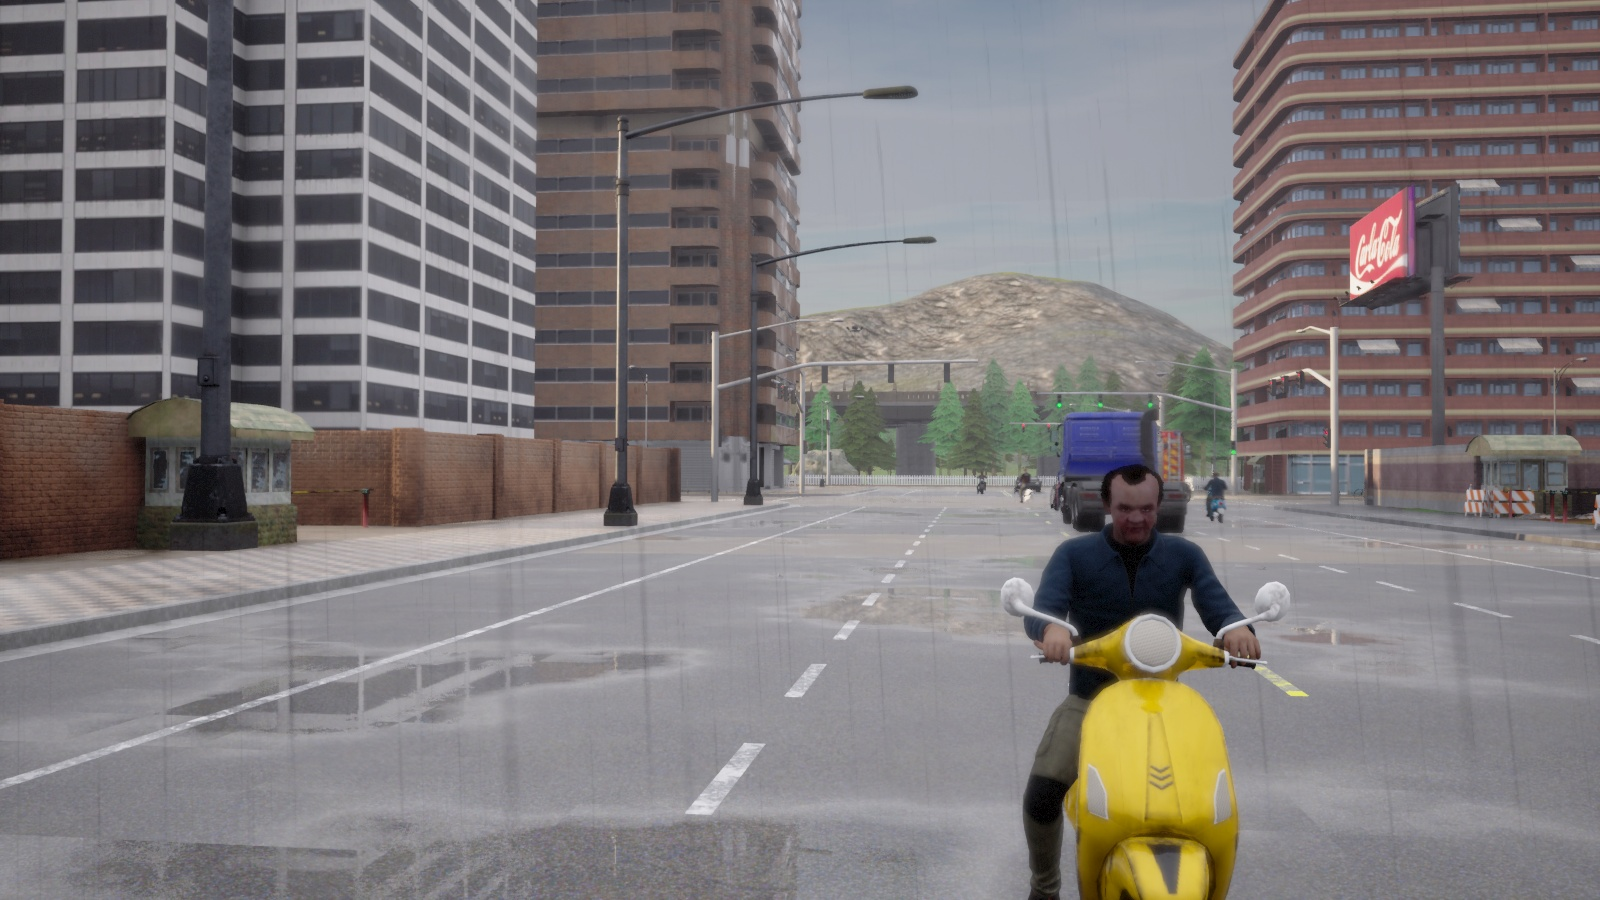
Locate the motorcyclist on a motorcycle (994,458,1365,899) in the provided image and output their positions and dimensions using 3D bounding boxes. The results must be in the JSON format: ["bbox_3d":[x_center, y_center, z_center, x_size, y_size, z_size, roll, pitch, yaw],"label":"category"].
[{"bbox_3d":[1.080,0.831,4.042,0.866,1.590,1.817,0,-1,8],"label":"motorcyclist on a motorcycle"}]

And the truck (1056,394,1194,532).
[{"bbox_3d":[9.019,0.395,35.727,2.891,3.462,7.936,0,-1,8],"label":"truck"}]

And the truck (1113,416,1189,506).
[{"bbox_3d":[16.314,0.555,57.927,2.891,3.827,8.468,-1,-1,19],"label":"truck"}]

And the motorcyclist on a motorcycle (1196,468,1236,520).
[{"bbox_3d":[13.085,1.377,39.504,0.866,1.590,1.817,0,-1,8],"label":"motorcyclist on a motorcycle"}]

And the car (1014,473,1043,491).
[{"bbox_3d":[17.337,2.444,95.418,1.895,1.301,4.718,0,-1,8],"label":"car"}]

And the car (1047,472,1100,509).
[{"bbox_3d":[11.303,1.657,52.151,1.845,1.501,3.633,0,-1,8],"label":"car"}]
